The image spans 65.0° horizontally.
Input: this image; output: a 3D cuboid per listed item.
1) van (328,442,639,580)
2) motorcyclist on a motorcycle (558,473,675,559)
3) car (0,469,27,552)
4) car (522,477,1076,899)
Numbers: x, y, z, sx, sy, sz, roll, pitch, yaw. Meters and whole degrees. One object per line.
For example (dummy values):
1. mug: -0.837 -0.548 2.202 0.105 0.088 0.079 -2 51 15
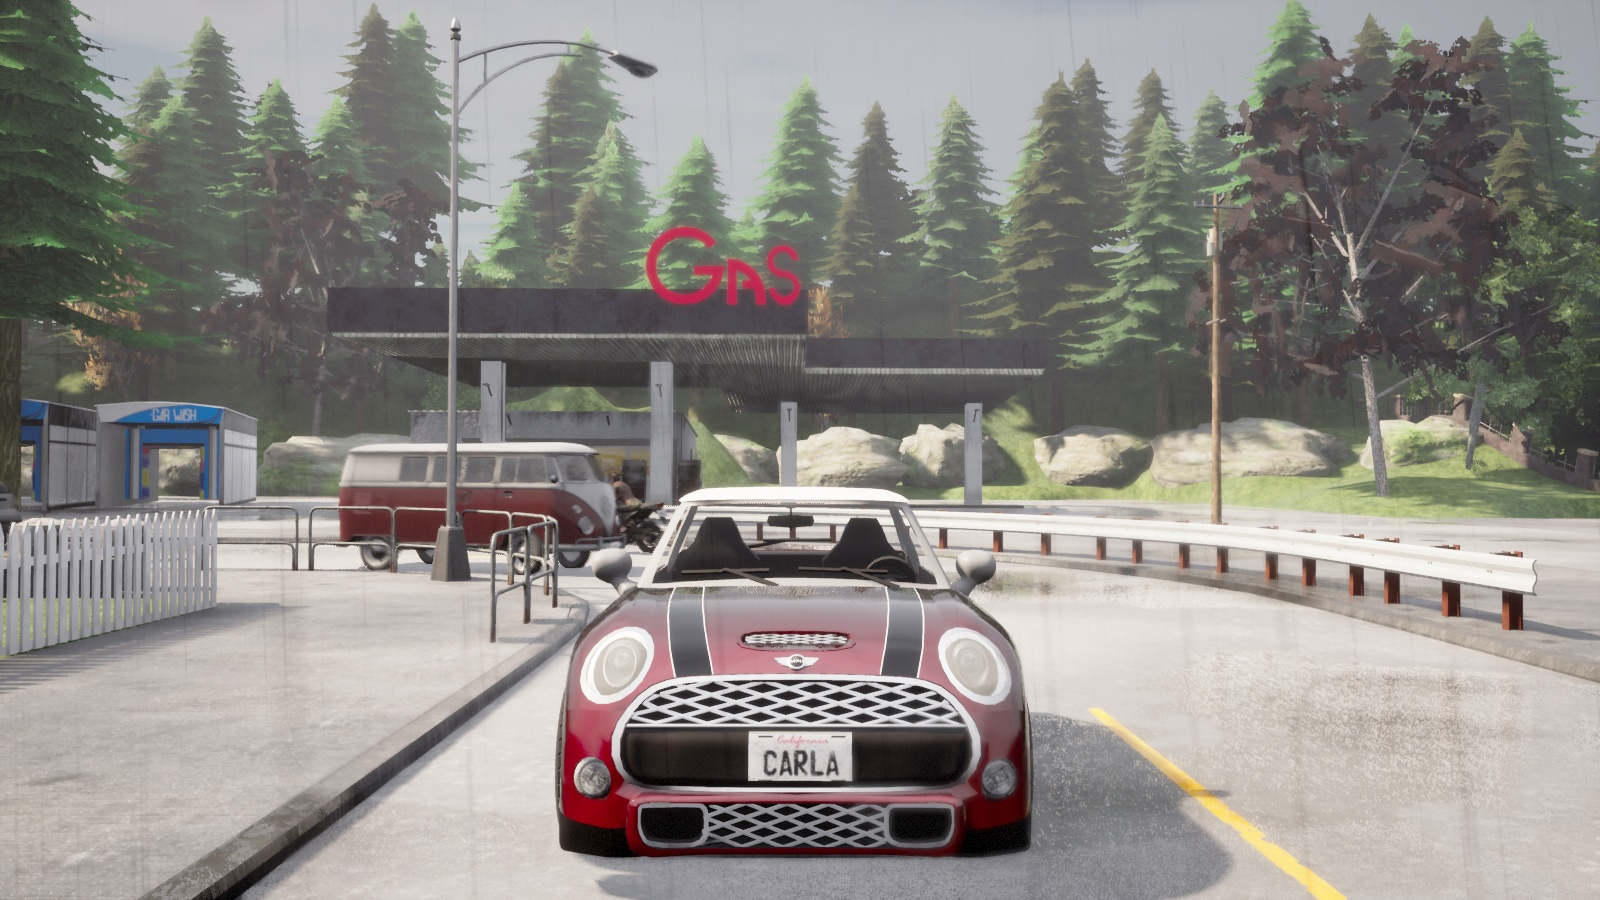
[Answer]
1. van: -4.915 0.916 19.572 4.442 1.987 1.775 -1 -1 18
2. motorcyclist on a motorcycle: -3.439 1.206 23.491 2.044 1.523 0.797 -1 0 26
3. car: -17.684 1.195 24.542 3.988 1.617 1.851 0 -1 0
4. car: -0.025 0.887 6.378 1.970 1.475 3.806 0 -1 -1
